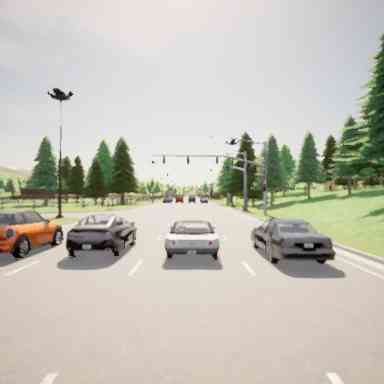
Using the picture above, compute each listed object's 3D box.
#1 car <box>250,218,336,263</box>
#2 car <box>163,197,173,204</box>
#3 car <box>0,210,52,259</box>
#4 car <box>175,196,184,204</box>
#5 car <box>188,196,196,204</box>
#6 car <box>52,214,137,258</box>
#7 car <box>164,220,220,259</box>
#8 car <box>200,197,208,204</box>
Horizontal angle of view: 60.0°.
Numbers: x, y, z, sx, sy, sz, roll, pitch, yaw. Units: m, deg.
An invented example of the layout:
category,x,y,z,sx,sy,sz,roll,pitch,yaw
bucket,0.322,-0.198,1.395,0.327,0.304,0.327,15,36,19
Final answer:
category,x,y,z,sx,sy,sz,roll,pitch,yaw
car,3.514,1.683,12.517,2.033,1.411,5.357,0,-1,0
car,-7.002,2.353,94.055,2.097,1.767,4.553,0,-1,0
car,-6.978,1.496,13.415,2.097,1.767,4.553,0,-1,0
car,-3.502,2.219,93.700,2.150,2.045,5.566,0,-1,0
car,-0.002,2.219,93.700,2.150,2.045,5.566,0,-1,0
car,-3.478,1.638,13.493,2.128,1.511,4.902,0,0,0
car,0.020,1.744,13.238,1.895,1.301,4.718,0,-1,0
car,3.498,2.519,93.666,2.128,1.511,4.902,0,-1,0
